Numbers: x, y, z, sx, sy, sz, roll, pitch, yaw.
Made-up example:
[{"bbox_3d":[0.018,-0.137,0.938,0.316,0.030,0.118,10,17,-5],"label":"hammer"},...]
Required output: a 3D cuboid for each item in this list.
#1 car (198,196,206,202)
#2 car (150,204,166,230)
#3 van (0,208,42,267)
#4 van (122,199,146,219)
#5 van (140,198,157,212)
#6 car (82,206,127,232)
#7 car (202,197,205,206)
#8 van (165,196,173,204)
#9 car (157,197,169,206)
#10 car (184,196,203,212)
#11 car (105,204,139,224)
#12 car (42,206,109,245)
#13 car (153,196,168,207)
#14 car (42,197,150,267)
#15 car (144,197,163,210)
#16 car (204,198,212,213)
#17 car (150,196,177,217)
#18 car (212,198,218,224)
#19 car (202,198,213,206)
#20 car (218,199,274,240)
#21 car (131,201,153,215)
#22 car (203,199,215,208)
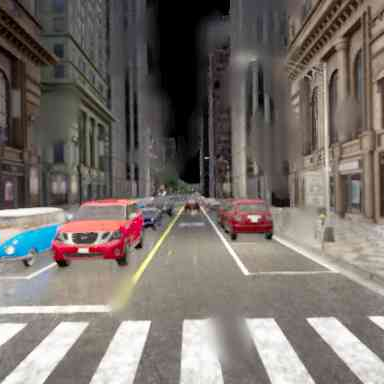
[{"bbox_3d":[2.832,1.999,93.211,1.967,1.590,4.097,-1,0,0],"label":"car"},{"bbox_3d":[-3.060,1.753,22.093,1.895,1.301,4.718,-1,0,0],"label":"car"},{"bbox_3d":[-5.770,1.477,11.602,1.690,1.788,3.998,-1,0,0],"label":"van"},{"bbox_3d":[-5.750,1.612,33.366,1.690,1.788,3.998,-1,0,0],"label":"van"},{"bbox_3d":[-5.740,1.681,44.248,1.690,1.788,3.998,-1,0,0],"label":"van"},{"bbox_3d":[-5.757,1.746,22.482,1.887,1.381,4.507,-1,0,0],"label":"car"},{"bbox_3d":[2.791,1.664,49.688,1.967,1.590,4.097,-1,0,0],"label":"car"},{"bbox_3d":[-5.705,1.959,82.335,1.690,1.788,3.998,-1,0,0],"label":"van"},{"bbox_3d":[-5.718,1.923,66.012,1.967,1.590,4.097,-1,0,0],"label":"car"},{"bbox_3d":[0.022,1.703,42.200,1.882,1.535,5.008,-1,0,0],"label":"car"},{"bbox_3d":[-5.751,1.802,27.923,1.947,1.339,4.313,-1,0,0],"label":"car"},{"bbox_3d":[-5.764,1.608,17.042,1.967,1.590,4.097,-1,0,0],"label":"car"},{"bbox_3d":[-5.725,1.760,60.572,2.192,1.841,5.009,-1,0,0],"label":"car"},{"bbox_3d":[-3.088,1.313,12.176,2.150,2.045,5.566,-1,0,0],"label":"car"},{"bbox_3d":[-5.735,1.690,49.690,2.192,1.841,5.009,-1,0,0],"label":"car"},{"bbox_3d":[2.783,1.706,38.806,2.008,1.369,4.403,-1,0,0],"label":"car"},{"bbox_3d":[-3.035,1.453,34.459,2.150,2.045,5.566,-1,-1,1],"label":"car"},{"bbox_3d":[2.763,1.366,22.485,2.192,1.841,5.009,-1,0,0],"label":"car"},{"bbox_3d":[2.803,1.839,60.568,1.887,1.381,4.507,-1,0,0],"label":"car"},{"bbox_3d":[2.758,1.333,17.044,2.192,1.841,5.009,-1,0,0],"label":"car"},{"bbox_3d":[-5.742,1.850,38.806,1.887,1.381,4.507,-1,0,0],"label":"car"},{"bbox_3d":[2.799,1.841,55.128,1.802,1.307,4.206,-1,0,0],"label":"car"}]
